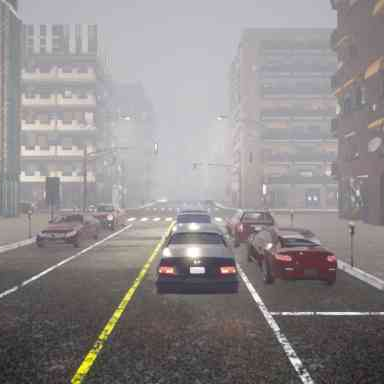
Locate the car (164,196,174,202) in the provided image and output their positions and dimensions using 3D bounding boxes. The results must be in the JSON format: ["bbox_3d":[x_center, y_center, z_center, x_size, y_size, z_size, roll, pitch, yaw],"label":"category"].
[{"bbox_3d":[-5.275,1.577,75.555,1.947,1.339,4.313,1,0,0],"label":"car"}]

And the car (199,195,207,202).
[{"bbox_3d":[2.608,1.556,81.253,1.887,1.381,4.507,1,0,0],"label":"car"}]

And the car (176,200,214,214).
[{"bbox_3d":[0.101,1.482,19.547,1.882,1.535,5.008,0,0,0],"label":"car"}]

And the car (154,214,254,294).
[{"bbox_3d":[0.104,1.550,8.905,2.033,1.411,5.357,0,0,0],"label":"car"}]

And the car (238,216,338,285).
[{"bbox_3d":[2.578,1.584,9.250,1.802,1.307,4.206,1,0,0],"label":"car"}]

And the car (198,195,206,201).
[{"bbox_3d":[2.610,1.563,86.923,2.008,1.369,4.403,1,0,0],"label":"car"}]

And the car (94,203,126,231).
[{"bbox_3d":[-5.305,1.445,20.329,1.967,1.590,4.097,1,0,0],"label":"car"}]

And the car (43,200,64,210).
[{"bbox_3d":[-17.607,1.591,39.721,4.313,1.339,1.947,0,-1,0],"label":"car"}]

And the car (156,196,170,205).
[{"bbox_3d":[-5.282,1.535,58.372,1.752,1.417,4.829,1,0,0],"label":"car"}]

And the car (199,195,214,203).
[{"bbox_3d":[2.596,1.560,52.898,2.008,1.369,4.403,1,0,0],"label":"car"}]

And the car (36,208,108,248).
[{"bbox_3d":[-5.305,1.585,14.780,1.802,1.307,4.206,1,0,0],"label":"car"}]

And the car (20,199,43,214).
[{"bbox_3d":[-17.549,1.241,31.845,5.009,1.841,2.192,0,-1,0],"label":"car"}]

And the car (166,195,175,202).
[{"bbox_3d":[-5.272,1.556,81.226,1.887,1.381,4.507,1,0,0],"label":"car"}]

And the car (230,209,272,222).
[{"bbox_3d":[2.582,1.444,14.799,1.967,1.590,4.097,1,0,0],"label":"car"}]

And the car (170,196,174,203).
[{"bbox_3d":[-5.277,1.536,69.714,1.752,1.417,4.829,1,0,0],"label":"car"}]
